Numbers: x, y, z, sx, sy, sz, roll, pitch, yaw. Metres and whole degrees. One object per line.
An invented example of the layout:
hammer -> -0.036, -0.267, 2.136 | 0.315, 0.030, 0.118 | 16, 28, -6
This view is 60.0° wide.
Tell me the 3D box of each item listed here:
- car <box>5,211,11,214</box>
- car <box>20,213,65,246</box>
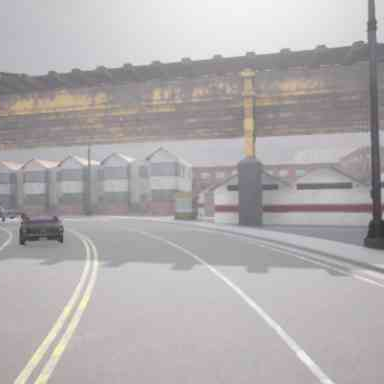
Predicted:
car -> -16.620, 1.806, 30.050 | 5.357, 1.411, 2.033 | -3, -3, 44
car -> -7.426, 1.778, 16.517 | 1.895, 1.301, 4.718 | 0, -1, -25
